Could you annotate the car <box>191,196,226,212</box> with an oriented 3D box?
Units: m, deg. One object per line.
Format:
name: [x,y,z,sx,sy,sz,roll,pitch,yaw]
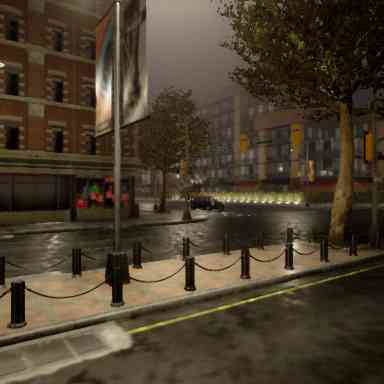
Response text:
car: [1.837,1.284,38.656,2.097,1.767,4.553,0,0,-36]
